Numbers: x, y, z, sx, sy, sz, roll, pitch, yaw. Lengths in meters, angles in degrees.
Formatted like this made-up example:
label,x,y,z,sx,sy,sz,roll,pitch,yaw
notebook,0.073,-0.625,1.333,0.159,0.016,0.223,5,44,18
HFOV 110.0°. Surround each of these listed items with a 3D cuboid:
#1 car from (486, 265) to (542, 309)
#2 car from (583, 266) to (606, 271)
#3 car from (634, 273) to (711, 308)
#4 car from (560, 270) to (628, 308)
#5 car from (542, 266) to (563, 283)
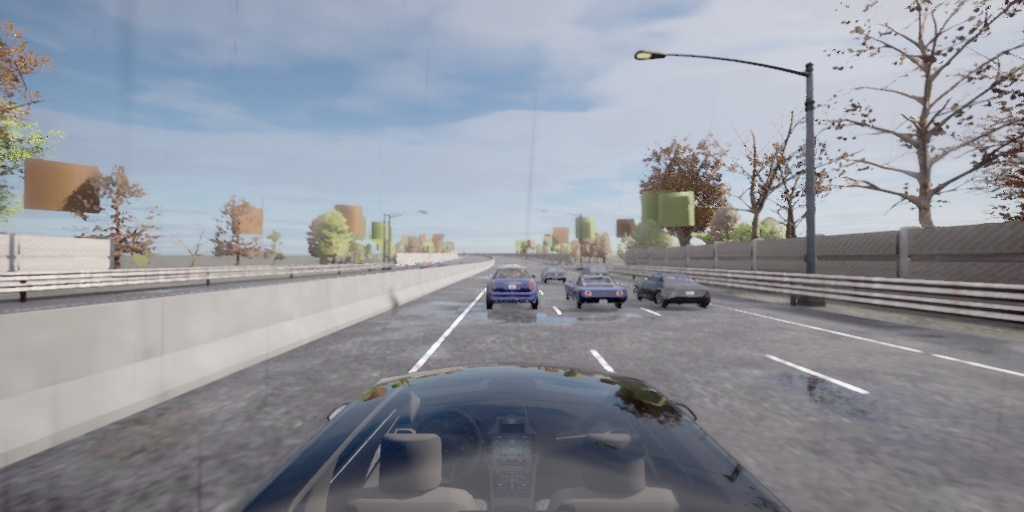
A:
label,x,y,z,sx,sy,sz,roll,pitch,yaw
car,0.012,1.233,15.928,2.097,1.767,4.553,0,-1,0
car,7.021,1.569,30.835,2.033,1.411,5.357,0,0,0
car,7.015,1.449,16.127,1.994,1.385,4.181,0,0,0
car,3.511,1.484,15.953,1.895,1.301,4.718,0,0,0
car,3.521,1.569,30.837,2.033,1.411,5.357,0,0,0
